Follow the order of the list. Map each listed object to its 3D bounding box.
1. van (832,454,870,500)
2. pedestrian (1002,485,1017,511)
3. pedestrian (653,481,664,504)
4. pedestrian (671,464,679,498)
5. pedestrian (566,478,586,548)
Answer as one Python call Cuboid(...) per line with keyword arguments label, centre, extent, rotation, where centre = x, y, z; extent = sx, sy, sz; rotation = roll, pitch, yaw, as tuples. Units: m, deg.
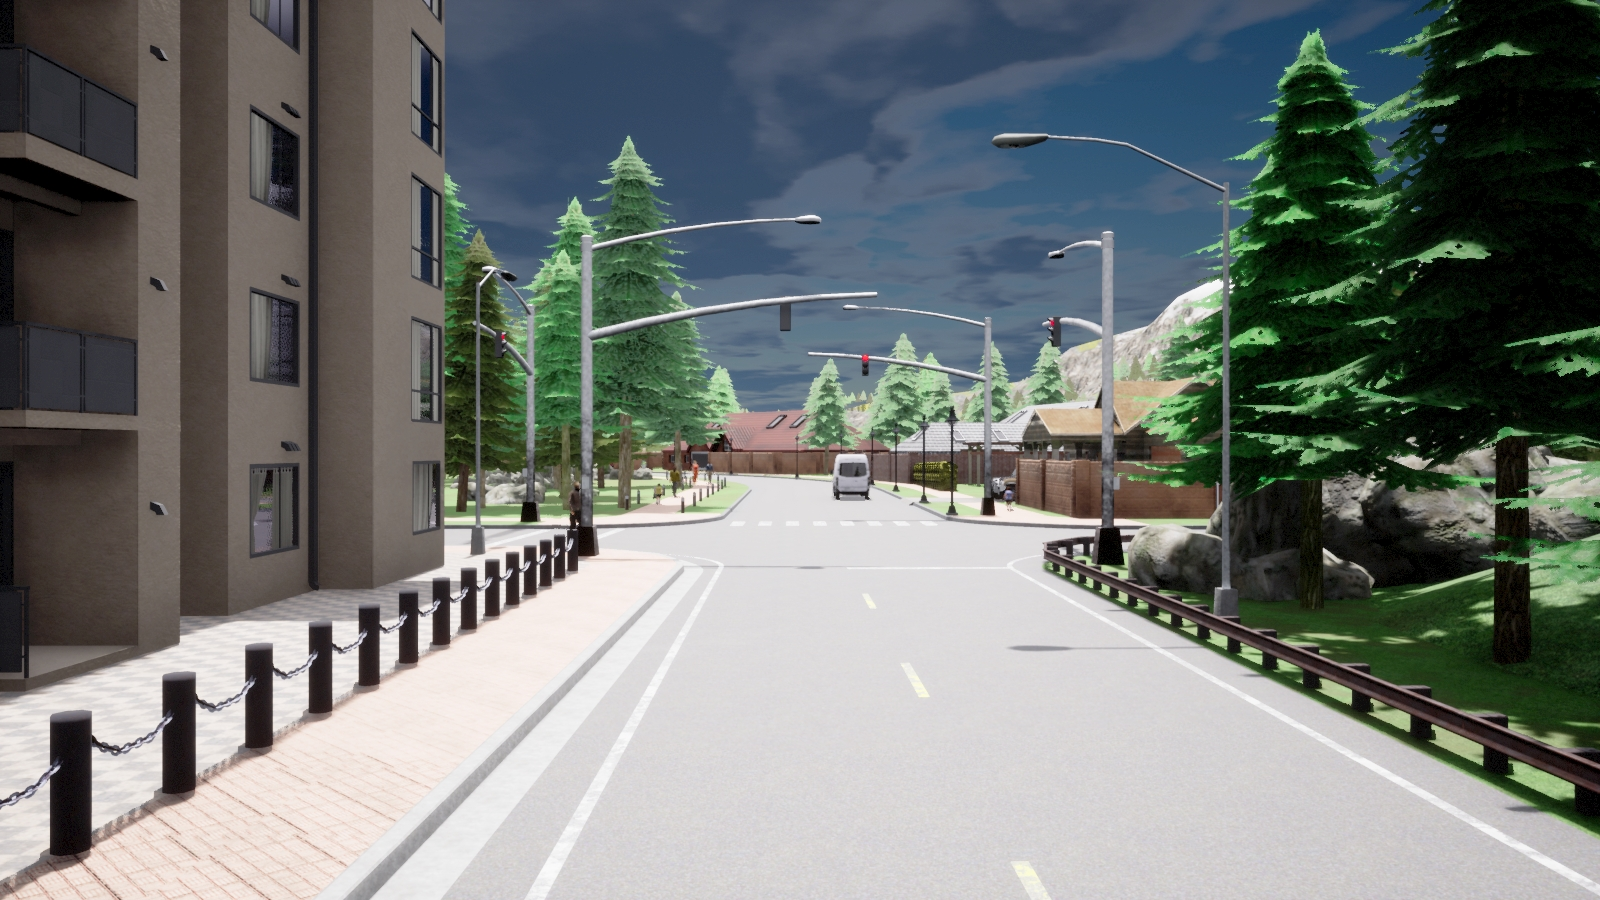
Cuboid(label="van", centre=(2.953, 1.542, 67.275), extent=(1.988, 2.561, 5.915), rotation=(0, 0, 0))
Cuboid(label="pedestrian", centre=(9.078, 2.079, 49.565), extent=(0.500, 1.100, 0.500), rotation=(0, 0, -6))
Cuboid(label="pedestrian", centre=(-6.848, 2.077, 55.333), extent=(0.500, 1.100, 0.500), rotation=(0, 0, -2))
Cuboid(label="pedestrian", centre=(-6.896, 1.702, 63.027), extent=(0.375, 1.860, 0.375), rotation=(0, 0, 0))
Cuboid(label="pedestrian", centre=(-6.029, 1.698, 30.808), extent=(0.375, 1.860, 0.375), rotation=(0, 0, 39))
